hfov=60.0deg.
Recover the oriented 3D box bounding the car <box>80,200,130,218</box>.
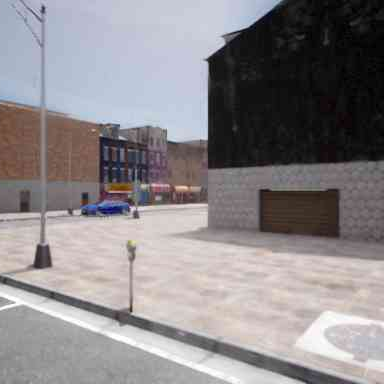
[{"bbox_3d":[-8.141,1.508,31.479,1.882,1.535,5.008,0,0,36],"label":"car"}]
